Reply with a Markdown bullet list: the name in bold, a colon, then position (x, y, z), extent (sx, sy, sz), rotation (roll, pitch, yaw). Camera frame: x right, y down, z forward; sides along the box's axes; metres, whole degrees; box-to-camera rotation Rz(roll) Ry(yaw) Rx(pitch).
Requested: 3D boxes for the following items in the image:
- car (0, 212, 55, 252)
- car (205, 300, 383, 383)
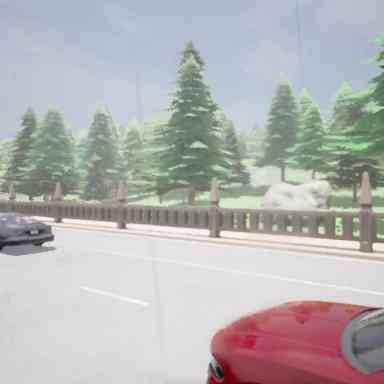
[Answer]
- **car**: position (-7.980, 1.563, 13.984), extent (5.357, 1.411, 2.033), rotation (0, 0, 36)
- **car**: position (2.414, 1.477, 2.269), extent (5.008, 1.535, 1.882), rotation (0, 0, 36)
